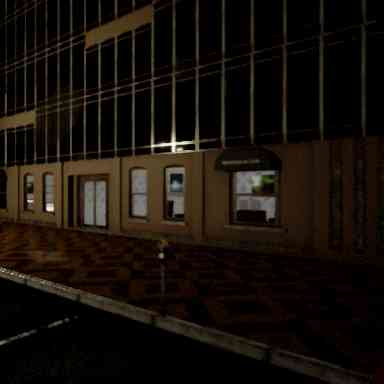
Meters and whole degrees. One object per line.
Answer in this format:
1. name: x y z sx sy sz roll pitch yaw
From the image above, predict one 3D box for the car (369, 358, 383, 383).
1. car: 3.066 1.330 0.694 5.009 1.841 2.192 0 0 35
